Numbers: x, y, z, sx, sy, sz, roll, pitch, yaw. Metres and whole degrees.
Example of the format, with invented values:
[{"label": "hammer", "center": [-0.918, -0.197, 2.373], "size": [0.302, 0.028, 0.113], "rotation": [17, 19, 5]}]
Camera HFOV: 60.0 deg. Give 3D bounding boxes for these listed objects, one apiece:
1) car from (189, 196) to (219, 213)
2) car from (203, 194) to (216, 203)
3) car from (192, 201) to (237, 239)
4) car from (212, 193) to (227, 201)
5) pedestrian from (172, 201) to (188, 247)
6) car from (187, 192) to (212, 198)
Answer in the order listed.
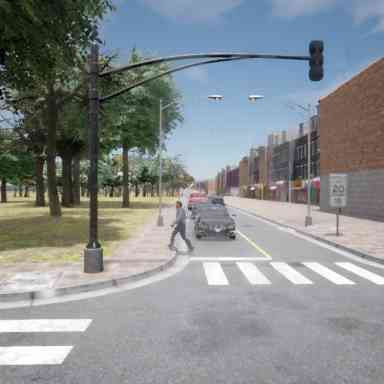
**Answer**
[{"label": "car", "center": [0.899, 1.362, 27.271], "size": [1.837, 1.490, 4.892], "rotation": [0, 0, -1]}, {"label": "car", "center": [3.156, 1.192, 61.591], "size": [2.128, 1.511, 4.902], "rotation": [0, 0, -1]}, {"label": "car", "center": [1.097, 1.454, 17.221], "size": [1.837, 1.490, 4.892], "rotation": [0, 1, -1]}, {"label": "car", "center": [3.446, 1.248, 47.084], "size": [1.837, 1.490, 4.892], "rotation": [0, 0, -1]}, {"label": "pedestrian", "center": [-0.428, 1.174, 11.796], "size": [0.375, 1.860, 0.375], "rotation": [1, 0, -1]}, {"label": "car", "center": [0.695, 1.000, 37.979], "size": [2.150, 2.045, 5.566], "rotation": [0, 0, -1]}]
